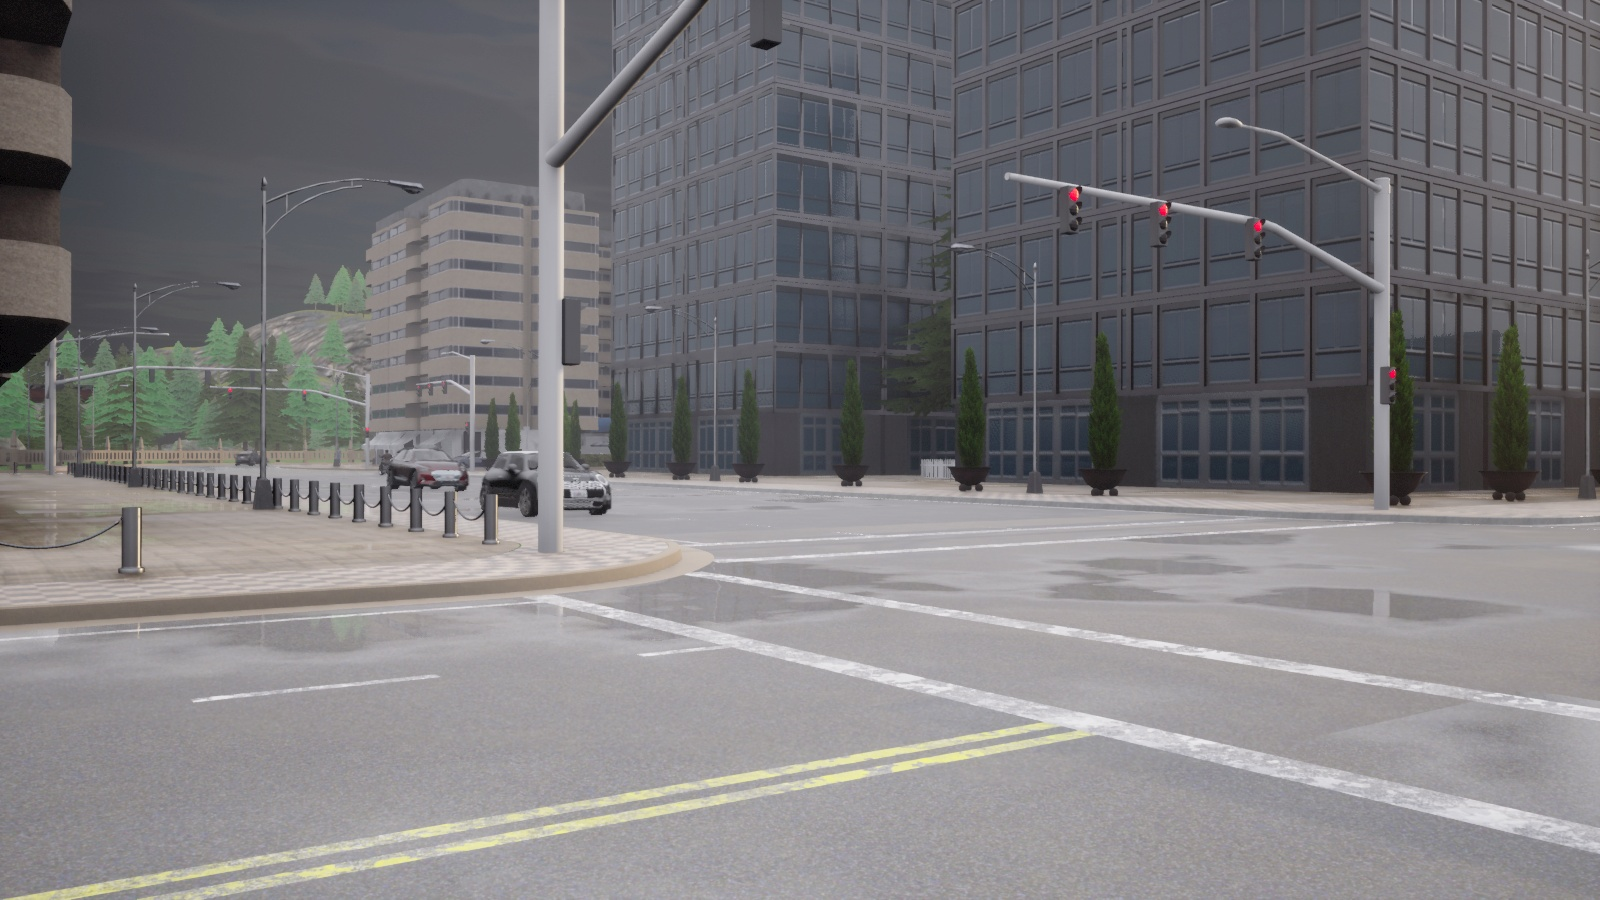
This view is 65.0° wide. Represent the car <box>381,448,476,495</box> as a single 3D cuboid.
[{"bbox_3d":[-13.973,0.764,47.038,2.033,1.649,4.856,0,0,-34],"label":"car"}]

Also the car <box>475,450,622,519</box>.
[{"bbox_3d":[-5.866,0.738,28.989,1.970,1.475,3.806,0,0,-35],"label":"car"}]
